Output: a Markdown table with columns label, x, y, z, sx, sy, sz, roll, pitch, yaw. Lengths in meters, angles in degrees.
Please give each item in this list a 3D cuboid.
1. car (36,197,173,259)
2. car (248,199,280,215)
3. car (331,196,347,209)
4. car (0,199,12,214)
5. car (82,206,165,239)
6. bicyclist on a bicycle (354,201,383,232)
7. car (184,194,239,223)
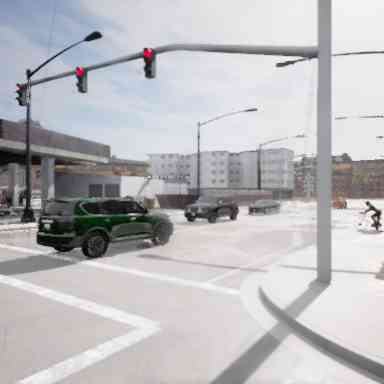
| label | x | y | z | sx | sy | sz | roll | pitch | yaw |
| --- | --- | --- | --- | --- | --- | --- | --- | --- | --- |
| car | -3.121 | 1.214 | 13.015 | 2.150 | 2.045 | 5.566 | -1 | 0 | 37 |
| car | 7.456 | 1.480 | 34.167 | 1.882 | 1.535 | 5.008 | 0 | 0 | 35 |
| car | 19.754 | 1.370 | 45.573 | 2.097 | 1.767 | 4.553 | 0 | 0 | 35 |
| car | -19.203 | 1.423 | 32.159 | 3.806 | 1.475 | 1.970 | 0 | 0 | 36 |
| car | -3.581 | 1.555 | 18.044 | 1.994 | 1.385 | 4.181 | 0 | 0 | 34 |
| bicyclist on a bicycle | 9.658 | 1.312 | 17.973 | 1.656 | 1.620 | 0.582 | 0 | 0 | 34 |
| car | 1.653 | 1.218 | 25.719 | 2.150 | 2.045 | 5.566 | 0 | 0 | 34 |
